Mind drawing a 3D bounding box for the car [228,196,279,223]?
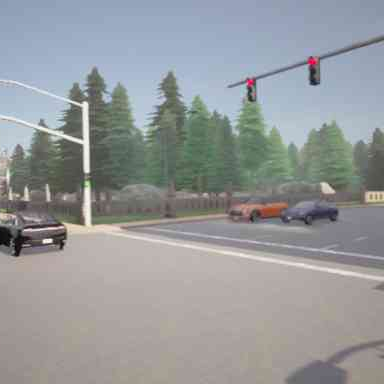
[{"bbox_3d":[4.621,1.096,23.325,4.553,1.767,2.097,-1,0,-38],"label":"car"}]

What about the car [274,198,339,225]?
[{"bbox_3d":[7.619,1.218,21.312,4.674,1.442,1.812,-1,0,-38],"label":"car"}]

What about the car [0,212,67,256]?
[{"bbox_3d":[-6.767,1.568,13.697,2.128,1.511,4.902,-1,0,-41],"label":"car"}]
